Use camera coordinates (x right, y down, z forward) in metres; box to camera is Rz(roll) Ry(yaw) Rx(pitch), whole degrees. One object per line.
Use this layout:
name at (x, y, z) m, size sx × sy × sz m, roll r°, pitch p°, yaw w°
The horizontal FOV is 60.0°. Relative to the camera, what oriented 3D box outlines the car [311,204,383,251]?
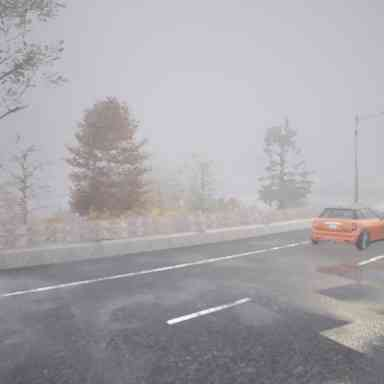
car at (7.139, 1.383, 14.644) m, size 4.553 × 1.767 × 2.097 m, roll 0°, pitch 0°, yaw -43°
